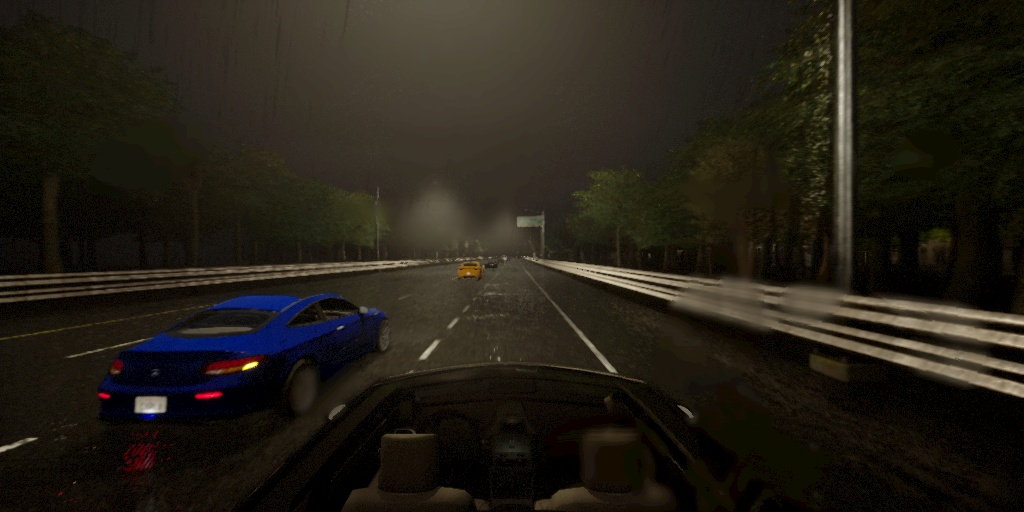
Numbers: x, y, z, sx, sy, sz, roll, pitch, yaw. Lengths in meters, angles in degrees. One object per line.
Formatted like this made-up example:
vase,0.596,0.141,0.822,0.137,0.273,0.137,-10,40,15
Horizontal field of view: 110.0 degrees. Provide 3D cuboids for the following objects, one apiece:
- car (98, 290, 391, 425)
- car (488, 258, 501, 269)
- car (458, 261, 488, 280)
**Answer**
car,-3.499,1.277,5.780,1.812,1.442,4.674,0,0,0
car,-3.300,1.326,58.928,1.994,1.385,4.181,0,0,0
car,-3.442,1.237,30.952,1.882,1.535,5.008,0,0,0
